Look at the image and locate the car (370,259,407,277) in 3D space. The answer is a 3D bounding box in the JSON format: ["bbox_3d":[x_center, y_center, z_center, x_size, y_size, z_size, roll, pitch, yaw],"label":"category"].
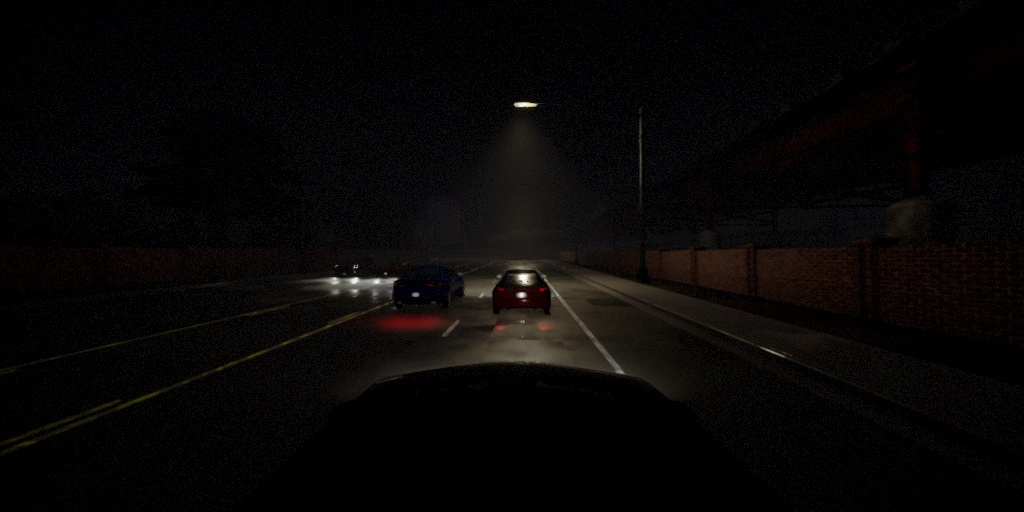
[{"bbox_3d":[-9.782,1.042,30.165,1.895,1.301,4.718,0,1,2],"label":"car"}]

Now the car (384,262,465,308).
[{"bbox_3d":[-3.117,1.085,14.306,1.882,1.535,5.008,0,1,2],"label":"car"}]

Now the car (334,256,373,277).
[{"bbox_3d":[-13.266,0.800,30.708,2.097,1.767,4.553,0,1,2],"label":"car"}]

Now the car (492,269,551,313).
[{"bbox_3d":[0.355,1.169,13.240,1.994,1.385,4.181,0,1,2],"label":"car"}]
